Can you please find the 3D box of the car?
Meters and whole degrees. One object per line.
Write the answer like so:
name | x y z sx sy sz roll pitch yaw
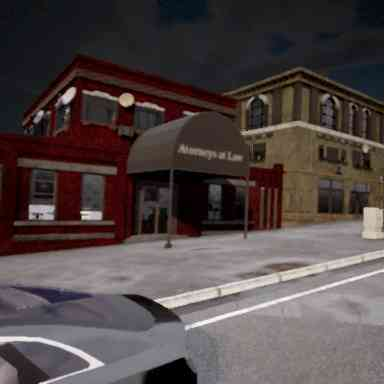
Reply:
car | -2.220 1.494 1.977 4.902 1.511 2.128 0 0 -35
